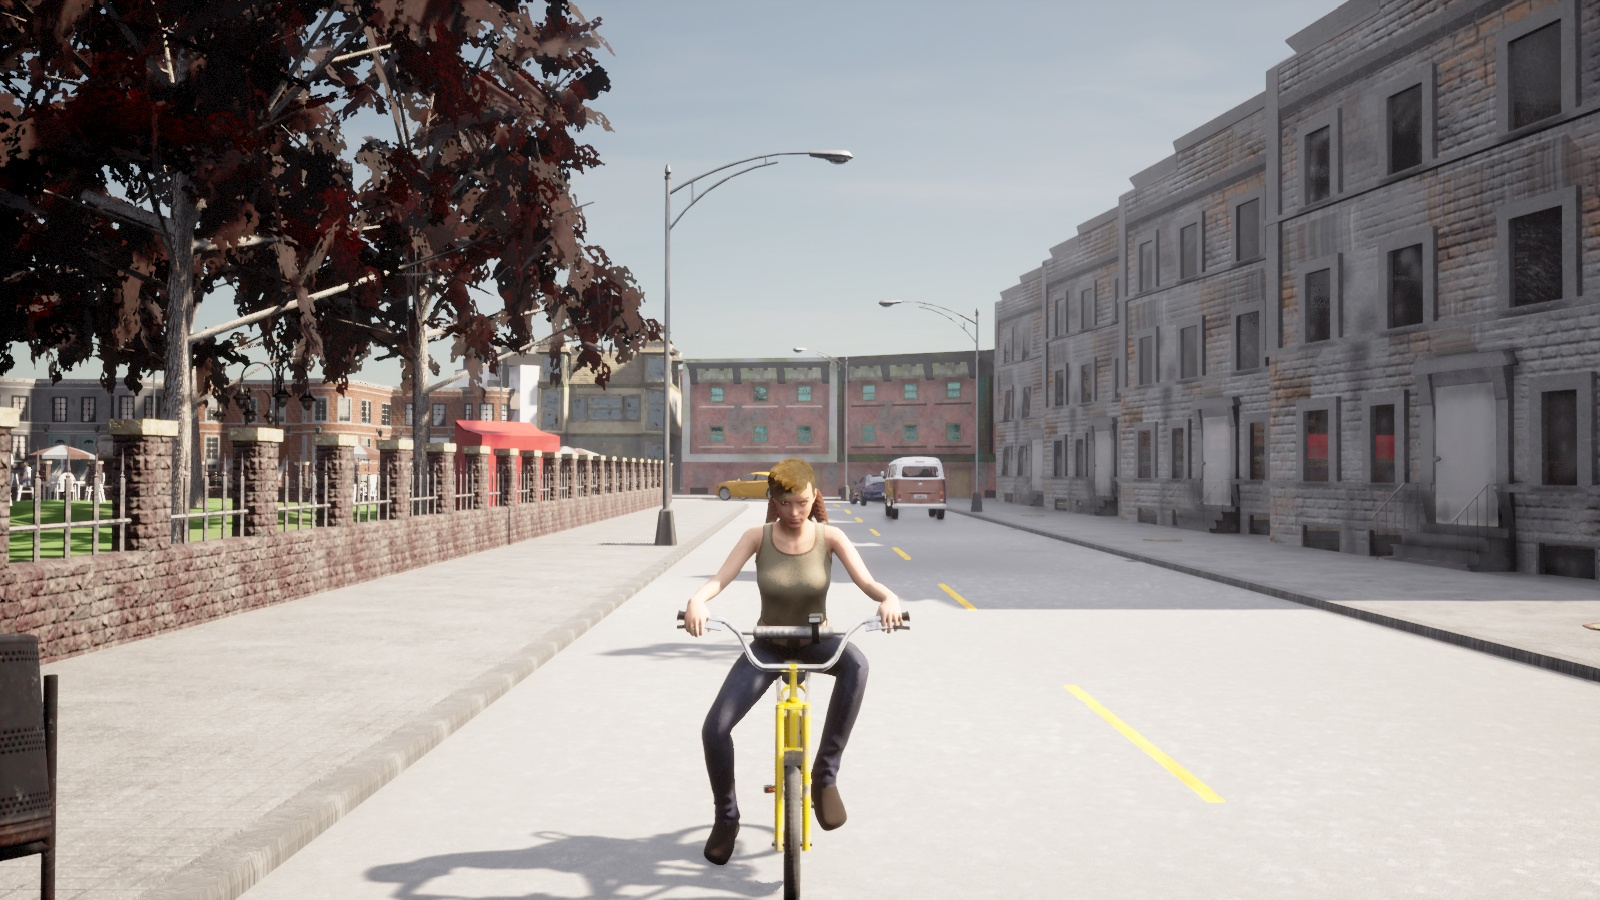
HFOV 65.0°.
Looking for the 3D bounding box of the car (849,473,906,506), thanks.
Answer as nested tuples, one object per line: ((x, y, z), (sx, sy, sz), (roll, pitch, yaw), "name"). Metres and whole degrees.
((3.526, 1.804, 58.142), (1.812, 1.442, 4.674), (0, -1, -7), "car")

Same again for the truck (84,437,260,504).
((-33.315, 1.088, 66.842), (7.936, 3.462, 2.891), (0, -1, 0), "truck")

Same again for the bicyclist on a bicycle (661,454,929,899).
((-0.019, 0.832, 4.833), (0.866, 1.612, 1.509), (0, -1, 0), "bicyclist on a bicycle")

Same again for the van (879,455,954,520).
((3.851, 1.231, 42.248), (2.069, 2.038, 4.480), (0, -1, 0), "van")

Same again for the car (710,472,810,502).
((-2.106, 1.904, 65.600), (5.008, 1.535, 1.882), (-1, -1, 33), "car")
